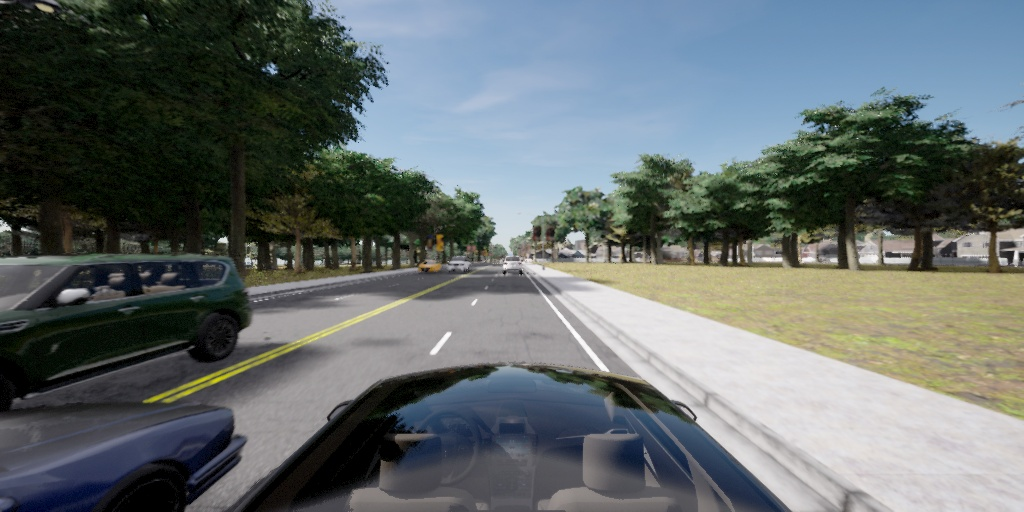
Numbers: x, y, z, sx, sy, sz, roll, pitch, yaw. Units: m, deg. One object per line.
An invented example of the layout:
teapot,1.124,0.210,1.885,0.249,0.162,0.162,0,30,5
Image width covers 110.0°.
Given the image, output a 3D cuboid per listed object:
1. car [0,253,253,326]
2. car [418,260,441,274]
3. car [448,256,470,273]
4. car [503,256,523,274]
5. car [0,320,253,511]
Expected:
car,-6.601,0.973,5.315,2.150,2.045,5.566,0,0,0
car,-9.841,1.276,43.135,1.882,1.535,5.008,0,0,0
car,-6.594,1.024,44.943,2.150,2.045,5.566,0,0,0
car,0.092,1.017,42.083,2.150,2.045,5.566,0,0,0
car,-3.149,1.297,0.515,2.033,1.411,5.357,0,0,0
